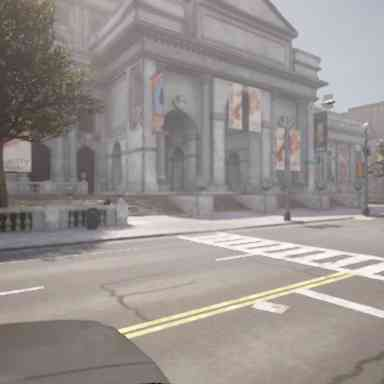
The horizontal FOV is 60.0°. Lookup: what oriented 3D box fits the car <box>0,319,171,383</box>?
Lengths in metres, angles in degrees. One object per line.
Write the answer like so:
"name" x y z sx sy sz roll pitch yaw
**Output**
"car" -2.684 1.551 1.849 5.357 1.411 2.033 0 0 -35
